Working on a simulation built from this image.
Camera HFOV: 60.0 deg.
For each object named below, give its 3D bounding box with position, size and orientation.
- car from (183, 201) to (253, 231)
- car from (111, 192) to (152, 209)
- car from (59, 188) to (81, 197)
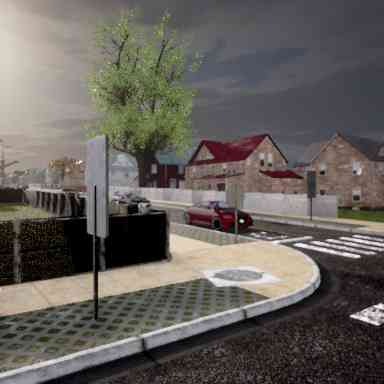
[{"bbox_3d":[1.294,1.174,17.815,1.994,1.385,4.181,0,2,-35],"label":"car"},{"bbox_3d":[-4.963,0.769,26.756,2.128,1.511,4.902,0,2,-35],"label":"car"},{"bbox_3d":[-15.381,0.237,41.719,1.837,1.490,4.892,0,1,-34],"label":"car"}]
